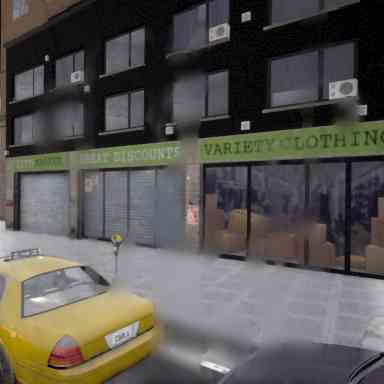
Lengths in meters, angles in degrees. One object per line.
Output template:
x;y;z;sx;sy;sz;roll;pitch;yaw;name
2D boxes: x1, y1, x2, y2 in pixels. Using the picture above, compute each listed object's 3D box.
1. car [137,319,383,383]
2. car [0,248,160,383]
2.047;1.551;1.624;4.403;1.369;2.008;0;1;36;car
-2.634;1.524;4.972;4.829;1.417;1.752;0;1;36;car
